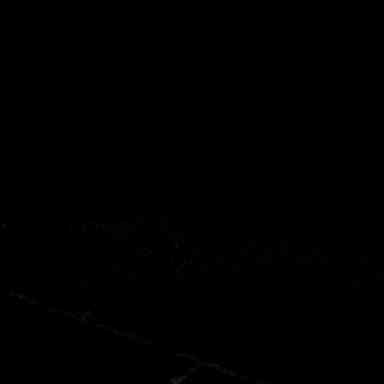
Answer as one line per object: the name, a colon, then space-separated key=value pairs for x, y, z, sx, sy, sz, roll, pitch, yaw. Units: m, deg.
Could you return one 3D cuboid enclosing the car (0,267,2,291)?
car: x=-5.937 y=1.421 z=7.189 sx=4.097 sy=1.590 sz=1.967 roll=0 pitch=0 yaw=35
